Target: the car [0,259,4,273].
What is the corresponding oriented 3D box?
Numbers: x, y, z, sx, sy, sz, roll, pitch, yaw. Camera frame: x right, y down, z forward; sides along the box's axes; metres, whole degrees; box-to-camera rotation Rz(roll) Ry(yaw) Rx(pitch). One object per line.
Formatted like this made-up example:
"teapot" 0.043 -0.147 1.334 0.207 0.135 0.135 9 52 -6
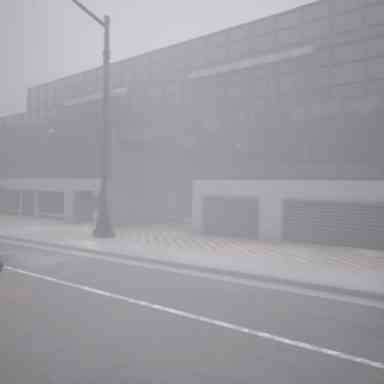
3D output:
"car" -7.147 1.577 8.995 5.357 1.411 2.033 0 0 36
